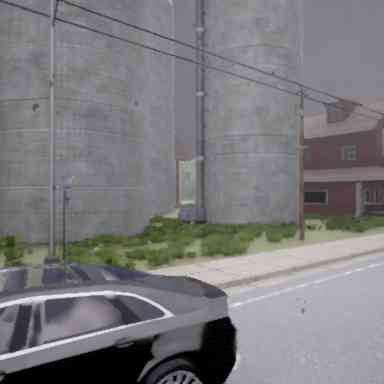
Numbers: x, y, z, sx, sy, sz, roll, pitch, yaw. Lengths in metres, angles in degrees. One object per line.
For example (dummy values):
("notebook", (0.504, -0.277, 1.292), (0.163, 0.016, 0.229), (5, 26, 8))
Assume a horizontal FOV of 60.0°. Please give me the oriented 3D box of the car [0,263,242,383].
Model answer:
("car", (-1.811, 1.520, 3.033), (4.902, 1.511, 2.128), (0, -1, -32))
